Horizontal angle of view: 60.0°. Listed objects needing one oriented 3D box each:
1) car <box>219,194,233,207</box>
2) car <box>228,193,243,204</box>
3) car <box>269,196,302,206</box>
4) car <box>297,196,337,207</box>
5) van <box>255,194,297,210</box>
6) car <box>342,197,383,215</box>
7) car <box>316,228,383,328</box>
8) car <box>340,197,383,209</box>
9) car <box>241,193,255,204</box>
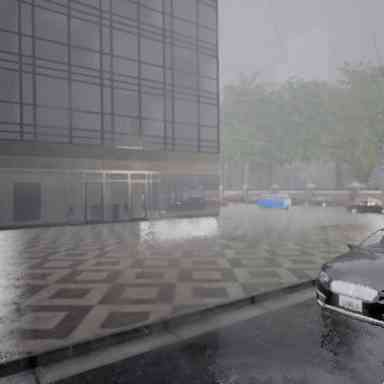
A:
[{"bbox_3d":[3.215,1.418,47.392,1.887,1.381,4.507,-1,1,-35],"label":"car"},{"bbox_3d":[6.982,1.057,56.829,2.192,1.841,5.009,-1,1,-35],"label":"car"},{"bbox_3d":[13.358,1.278,47.802,1.947,1.339,4.313,-1,1,-35],"label":"car"},{"bbox_3d":[16.547,1.240,43.290,2.008,1.369,4.403,-1,1,-35],"label":"car"},{"bbox_3d":[9.584,1.174,38.362,1.690,1.788,3.998,-2,1,-35],"label":"van"},{"bbox_3d":[15.961,1.325,29.336,2.008,1.369,4.403,-2,1,-35],"label":"car"},{"bbox_3d":[4.430,1.424,6.508,4.902,1.511,2.128,0,0,-35],"label":"car"},{"bbox_3d":[19.733,1.245,38.776,1.802,1.307,4.206,-2,1,-35],"label":"car"},{"bbox_3d":[10.173,1.311,52.318,1.802,1.307,4.206,-1,1,-35],"label":"car"}]
